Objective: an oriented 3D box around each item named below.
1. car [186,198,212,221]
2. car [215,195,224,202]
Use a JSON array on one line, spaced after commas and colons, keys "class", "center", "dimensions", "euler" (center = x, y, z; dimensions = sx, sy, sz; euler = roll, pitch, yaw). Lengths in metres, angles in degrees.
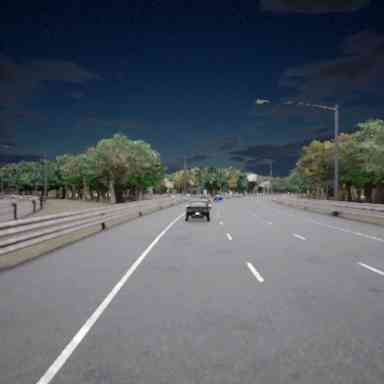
[{"class": "car", "center": [0.548, 1.467, 27.524], "dimensions": [1.882, 1.535, 5.008], "euler": [0, 0, 3]}, {"class": "car", "center": [6.353, 1.444, 78.576], "dimensions": [1.882, 1.535, 5.008], "euler": [0, 0, 10]}]
